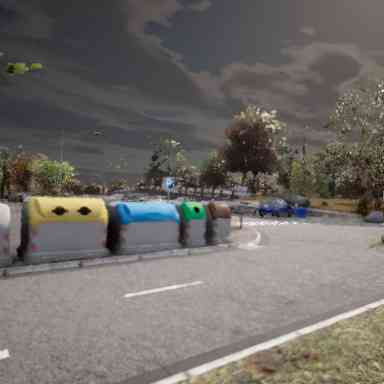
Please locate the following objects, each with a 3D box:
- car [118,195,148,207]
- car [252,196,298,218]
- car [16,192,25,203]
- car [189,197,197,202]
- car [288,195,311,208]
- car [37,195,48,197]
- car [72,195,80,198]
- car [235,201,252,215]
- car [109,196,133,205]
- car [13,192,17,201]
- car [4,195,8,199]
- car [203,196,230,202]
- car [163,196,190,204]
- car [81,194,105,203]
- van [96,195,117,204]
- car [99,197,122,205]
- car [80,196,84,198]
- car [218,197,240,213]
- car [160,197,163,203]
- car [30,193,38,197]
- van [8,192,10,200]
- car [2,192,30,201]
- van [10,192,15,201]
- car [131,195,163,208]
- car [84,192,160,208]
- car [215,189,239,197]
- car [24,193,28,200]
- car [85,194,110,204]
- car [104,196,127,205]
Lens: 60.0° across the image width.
[{"bbox_3d":[-11.557,1.763,65.811,2.435,2.045,5.566,1,-2,35],"label":"car"},{"bbox_3d":[9.116,1.739,36.021,2.435,2.045,5.566,1,-2,35],"label":"car"},{"bbox_3d":[-29.272,1.194,61.522,2.185,1.767,4.553,0,-1,35],"label":"car"},{"bbox_3d":[2.222,1.873,45.945,2.185,1.767,4.553,2,-2,35],"label":"car"},{"bbox_3d":[12.849,1.170,42.673,1.837,1.490,4.892,3,2,-35],"label":"car"},{"bbox_3d":[-17.438,1.307,44.524,2.097,1.535,5.008,0,-1,35],"label":"car"},{"bbox_3d":[-9.014,1.298,32.372,2.231,1.521,4.892,0,-1,35],"label":"car"},{"bbox_3d":[7.380,1.992,38.472,2.231,1.521,4.892,2,-2,35],"label":"car"},{"bbox_3d":[-15.045,1.889,70.725,2.185,1.767,4.553,1,-2,35],"label":"car"},{"bbox_3d":[-30.947,1.323,63.980,2.231,1.521,4.892,1,-1,35],"label":"car"},{"bbox_3d":[-37.676,1.076,73.727,2.435,2.045,5.566,0,-1,35],"label":"car"},{"bbox_3d":[3.954,1.871,43.462,2.185,1.767,4.553,2,-2,35],"label":"car"},{"bbox_3d":[-1.246,1.748,50.865,2.435,2.045,5.566,2,-2,35],"label":"car"},{"bbox_3d":[-25.353,1.774,85.674,2.435,2.045,5.566,1,-2,35],"label":"car"},{"bbox_3d":[-20.127,1.801,78.296,1.878,1.987,4.442,1,-2,35],"label":"van"},{"bbox_3d":[-18.470,2.021,75.711,2.231,1.521,4.892,2,-2,35],"label":"car"},{"bbox_3d":[-7.324,1.335,29.945,2.002,1.452,4.674,1,-1,35],"label":"car"},{"bbox_3d":[5.637,1.865,40.932,2.185,1.767,4.553,1,-2,35],"label":"car"},{"bbox_3d":[-2.985,2.030,53.338,2.163,1.488,4.792,2,-2,35],"label":"car"},{"bbox_3d":[-20.822,1.310,49.394,2.097,1.535,5.008,1,-1,35],"label":"car"},{"bbox_3d":[-36.064,1.097,71.173,1.878,1.987,4.442,1,-1,35],"label":"van"},{"bbox_3d":[-42.755,1.078,80.967,2.435,2.045,5.566,1,-1,35],"label":"car"},{"bbox_3d":[-34.378,1.096,68.741,1.878,1.987,4.442,1,-1,35],"label":"van"},{"bbox_3d":[-8.149,1.756,60.796,2.435,2.045,5.566,2,-2,35],"label":"car"},{"bbox_3d":[-5.639,1.041,27.492,2.435,2.045,5.566,1,-1,35],"label":"car"},{"bbox_3d":[5.712,0.294,53.104,1.837,1.490,4.892,3,2,-34],"label":"car"},{"bbox_3d":[-22.605,1.305,51.666,1.946,1.575,5.366,1,-1,35],"label":"car"},{"bbox_3d":[-23.642,1.771,83.137,2.435,2.045,5.566,2,-2,35],"label":"car"},{"bbox_3d":[-16.780,1.891,73.208,2.185,1.767,4.553,1,-2,35],"label":"car"}]
